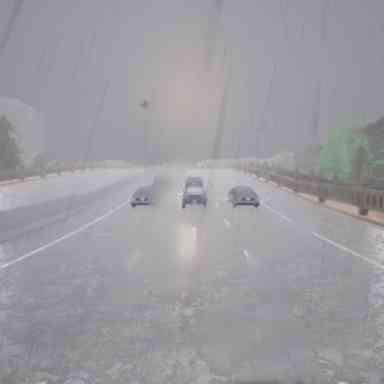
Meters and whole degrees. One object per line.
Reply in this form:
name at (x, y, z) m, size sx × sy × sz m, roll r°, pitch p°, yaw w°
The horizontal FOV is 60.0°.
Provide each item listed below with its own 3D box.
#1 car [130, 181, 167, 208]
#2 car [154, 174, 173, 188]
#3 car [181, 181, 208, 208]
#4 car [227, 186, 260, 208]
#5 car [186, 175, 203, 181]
car at (-3.285, 0.269, 24.543) m, size 2.033 × 1.411 × 5.357 m, roll 0°, pitch 6°, yaw 0°
car at (-3.263, -1.298, 37.991) m, size 1.837 × 1.490 × 4.892 m, roll 0°, pitch 7°, yaw 1°
car at (0.209, 0.253, 24.458) m, size 1.812 × 1.442 × 4.674 m, roll 0°, pitch 6°, yaw 1°
car at (3.716, 0.265, 24.516) m, size 2.033 × 1.411 × 5.357 m, roll 0°, pitch 6°, yaw 0°
car at (0.239, -1.233, 37.894) m, size 1.994 × 1.385 × 4.181 m, roll 0°, pitch 7°, yaw 1°
